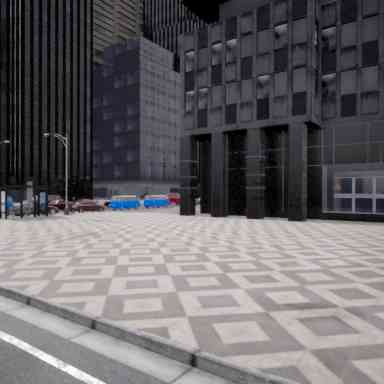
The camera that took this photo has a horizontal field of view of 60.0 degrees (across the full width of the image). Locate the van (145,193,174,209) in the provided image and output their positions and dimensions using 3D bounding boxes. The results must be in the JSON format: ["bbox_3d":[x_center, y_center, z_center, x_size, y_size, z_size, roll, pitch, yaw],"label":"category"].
[{"bbox_3d":[-4.713,1.326,44.810,1.690,1.788,3.998,0,0,35],"label":"van"}]

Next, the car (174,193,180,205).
[{"bbox_3d":[-4.103,1.188,55.684,2.150,2.045,5.566,0,0,36],"label":"car"}]

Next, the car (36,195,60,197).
[{"bbox_3d":[-18.245,1.281,40.505,2.192,1.841,5.009,0,0,35],"label":"car"}]

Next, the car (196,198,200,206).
[{"bbox_3d":[1.874,1.565,54.059,1.802,1.307,4.206,0,0,35],"label":"car"}]

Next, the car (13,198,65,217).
[{"bbox_3d":[-14.594,1.545,30.937,2.008,1.369,4.403,0,0,35],"label":"car"}]

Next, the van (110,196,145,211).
[{"bbox_3d":[-8.006,1.328,40.186,1.690,1.788,3.998,0,0,35],"label":"van"}]

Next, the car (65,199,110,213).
[{"bbox_3d":[-11.300,1.573,35.561,1.802,1.307,4.206,0,0,35],"label":"car"}]

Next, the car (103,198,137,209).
[{"bbox_3d":[-10.174,1.569,47.239,1.895,1.301,4.718,0,0,36],"label":"car"}]

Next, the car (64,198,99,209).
[{"bbox_3d":[-14.952,1.544,45.130,1.802,1.307,4.206,0,0,35],"label":"car"}]
